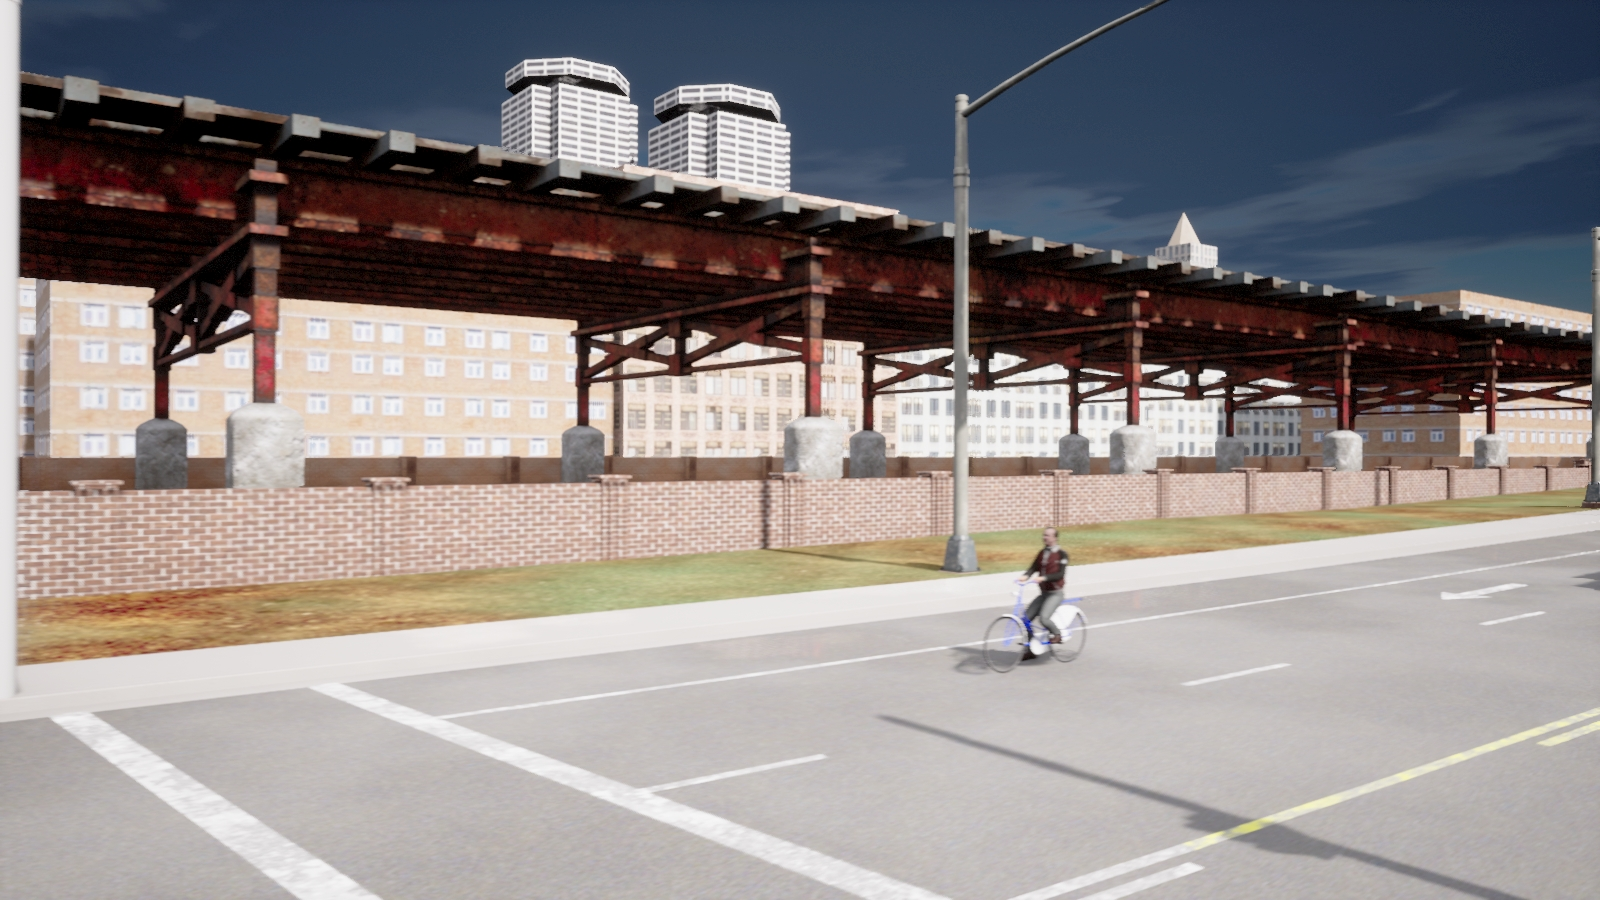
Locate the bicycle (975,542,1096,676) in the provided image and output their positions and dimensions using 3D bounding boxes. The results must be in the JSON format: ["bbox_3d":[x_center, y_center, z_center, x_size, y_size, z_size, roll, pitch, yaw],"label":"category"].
[{"bbox_3d":[2.994,1.969,14.412,1.835,1.496,0.329,0,0,-35],"label":"bicycle"}]
